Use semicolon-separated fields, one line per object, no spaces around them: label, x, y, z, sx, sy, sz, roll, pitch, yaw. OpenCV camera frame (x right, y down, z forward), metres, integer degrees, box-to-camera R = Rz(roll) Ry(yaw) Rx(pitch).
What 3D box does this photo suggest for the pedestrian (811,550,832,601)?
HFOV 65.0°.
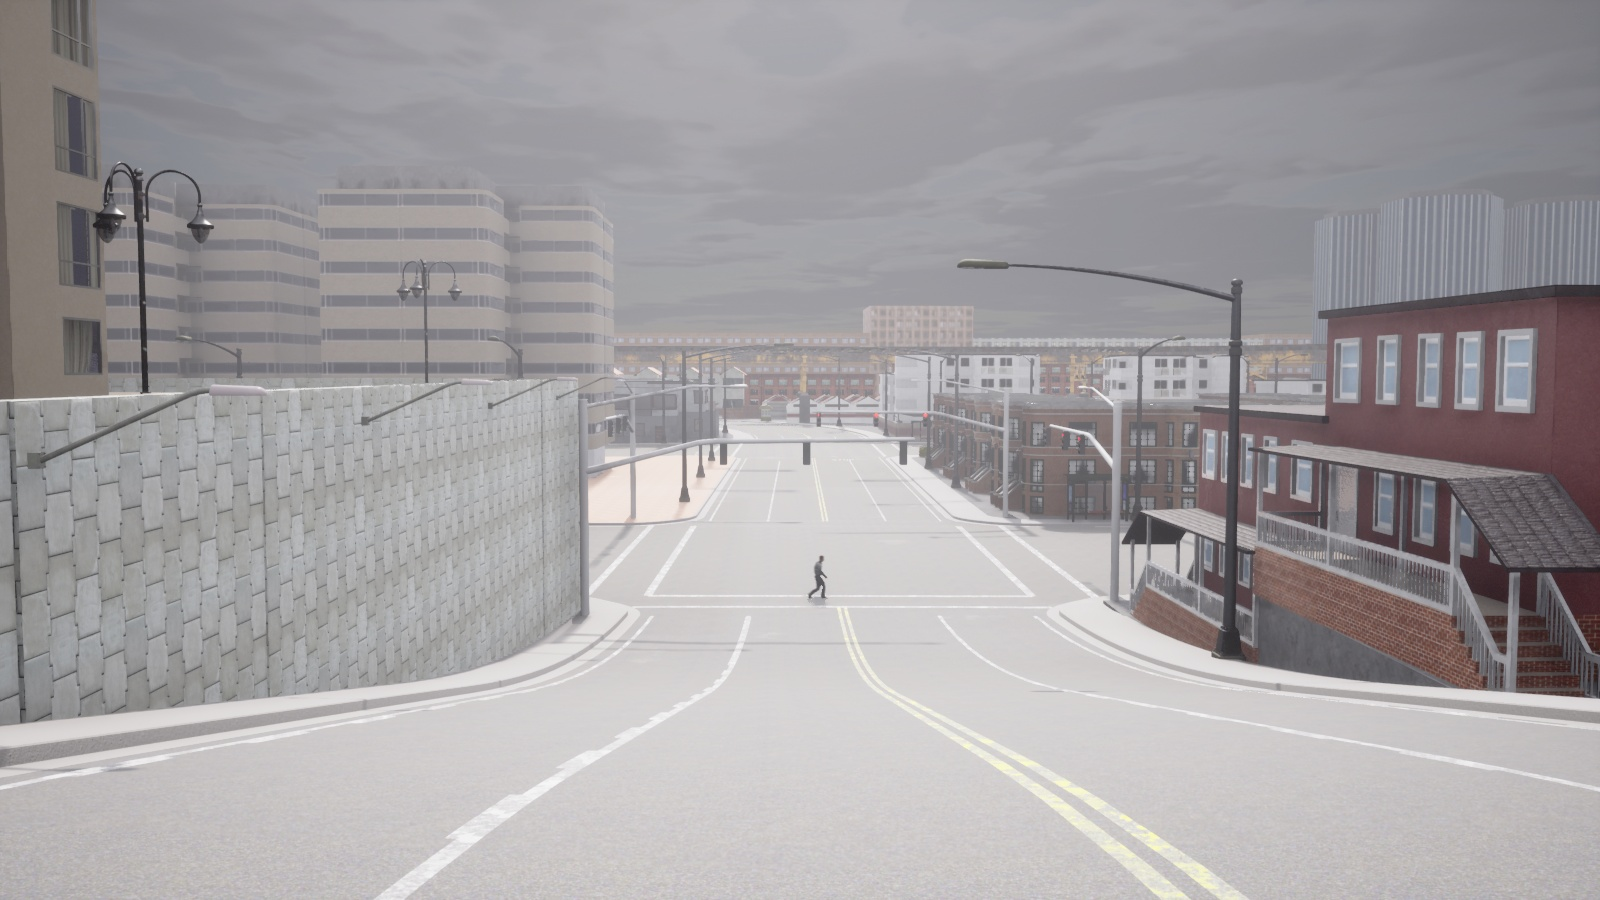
pedestrian;0.848;4.980;49.735;0.788;1.949;0.423;0;4;0
